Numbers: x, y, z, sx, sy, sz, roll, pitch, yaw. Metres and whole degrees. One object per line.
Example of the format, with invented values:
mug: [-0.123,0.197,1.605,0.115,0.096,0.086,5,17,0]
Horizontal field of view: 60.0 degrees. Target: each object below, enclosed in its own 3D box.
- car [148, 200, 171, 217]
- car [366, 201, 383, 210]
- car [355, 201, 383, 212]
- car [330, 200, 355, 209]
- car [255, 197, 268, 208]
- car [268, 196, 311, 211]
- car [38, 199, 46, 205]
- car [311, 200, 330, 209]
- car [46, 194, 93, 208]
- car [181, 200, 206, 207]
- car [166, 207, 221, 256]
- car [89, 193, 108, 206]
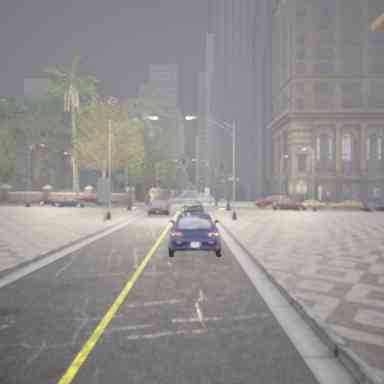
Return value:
car: [-3.002,1.453,31.326,1.882,1.535,5.008,0,0,0]
car: [28.496,1.978,49.225,4.313,1.339,1.947,1,-1,0]
car: [22.939,1.865,40.716,4.313,1.339,1.947,1,-1,0]
car: [22.786,1.863,49.242,4.829,1.417,1.752,1,-1,0]
car: [11.878,1.505,49.279,5.009,1.841,2.192,1,-1,0]
car: [11.861,1.590,40.751,4.097,1.590,1.967,1,-1,0]
car: [-20.487,1.266,49.371,4.507,1.381,1.887,1,-1,0]
car: [17.246,1.788,49.259,4.829,1.417,1.752,1,-1,0]
car: [-14.977,1.315,40.830,4.403,1.369,2.008,1,-1,0]
car: [0.098,1.478,28.615,1.837,1.490,4.892,0,-1,0]
car: [0.099,1.512,12.889,1.812,1.442,4.674,0,0,0]
car: [-14.959,1.119,49.359,5.009,1.841,2.192,1,-1,0]
